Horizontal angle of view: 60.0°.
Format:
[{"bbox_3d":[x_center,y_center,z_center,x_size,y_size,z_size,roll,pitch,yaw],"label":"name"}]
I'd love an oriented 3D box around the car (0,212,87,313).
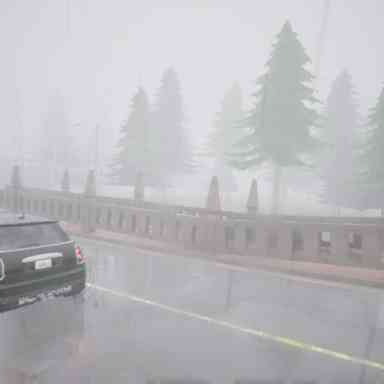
[{"bbox_3d":[-4.335,1.215,7.055,4.553,1.767,2.097,2,1,35],"label":"car"}]
